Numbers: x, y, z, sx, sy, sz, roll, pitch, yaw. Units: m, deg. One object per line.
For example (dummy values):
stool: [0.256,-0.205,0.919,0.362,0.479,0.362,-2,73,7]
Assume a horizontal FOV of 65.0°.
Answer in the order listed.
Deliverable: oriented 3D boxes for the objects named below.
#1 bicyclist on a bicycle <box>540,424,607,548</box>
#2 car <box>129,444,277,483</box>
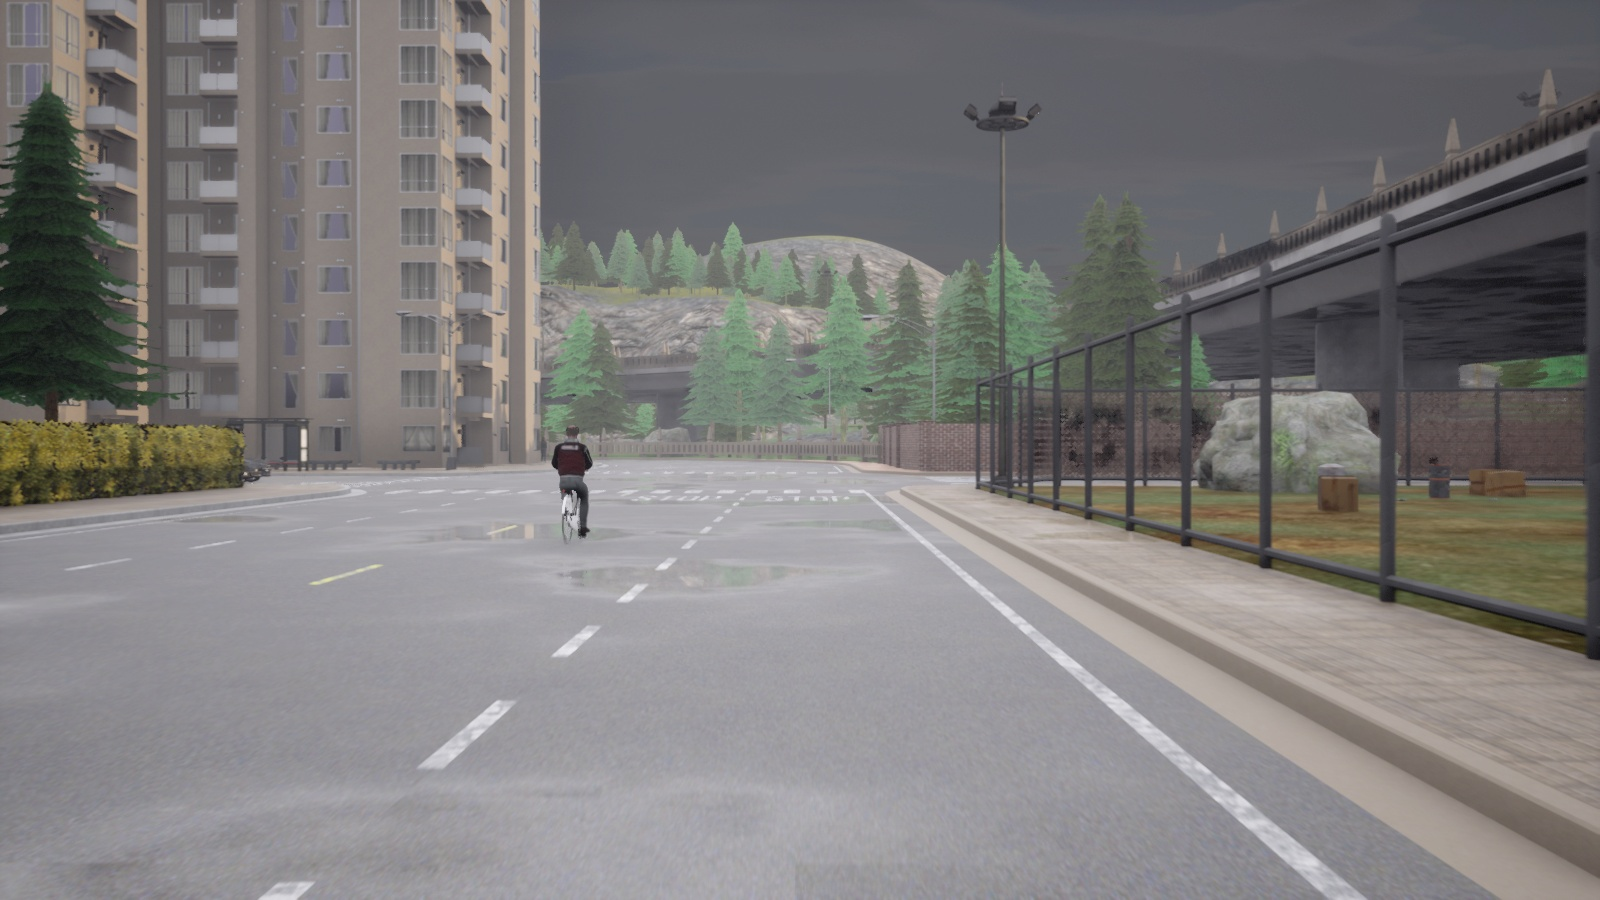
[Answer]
bicyclist on a bicycle: [-3.378,0.508,18.851,0.659,1.776,1.843,0,1,0]
car: [-23.271,0.512,49.045,4.892,1.490,1.837,0,0,1]
